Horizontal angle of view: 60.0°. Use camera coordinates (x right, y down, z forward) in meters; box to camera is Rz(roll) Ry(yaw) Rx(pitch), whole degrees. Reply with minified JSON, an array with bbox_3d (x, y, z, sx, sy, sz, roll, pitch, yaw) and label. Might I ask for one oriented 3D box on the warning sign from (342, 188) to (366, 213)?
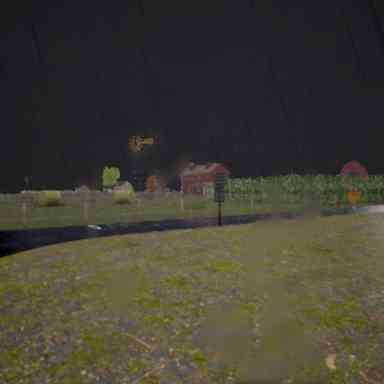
[{"bbox_3d":[12.298,0.632,25.256,1.060,1.860,1.300,0,-1,-34],"label":"warning sign"}]
